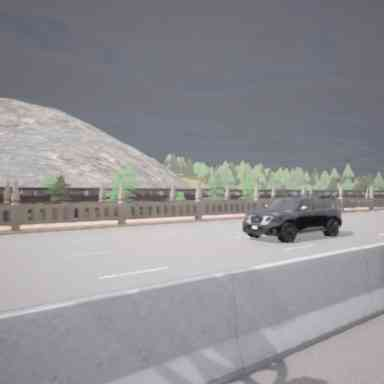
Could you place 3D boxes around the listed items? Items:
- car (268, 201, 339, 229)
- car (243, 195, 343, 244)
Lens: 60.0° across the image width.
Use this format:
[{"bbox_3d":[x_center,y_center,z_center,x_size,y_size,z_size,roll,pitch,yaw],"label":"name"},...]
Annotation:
[{"bbox_3d":[7.495,1.431,22.114,5.008,1.535,1.882,0,0,-35],"label":"car"},{"bbox_3d":[4.989,1.187,16.068,5.566,2.045,2.150,0,0,-35],"label":"car"}]
